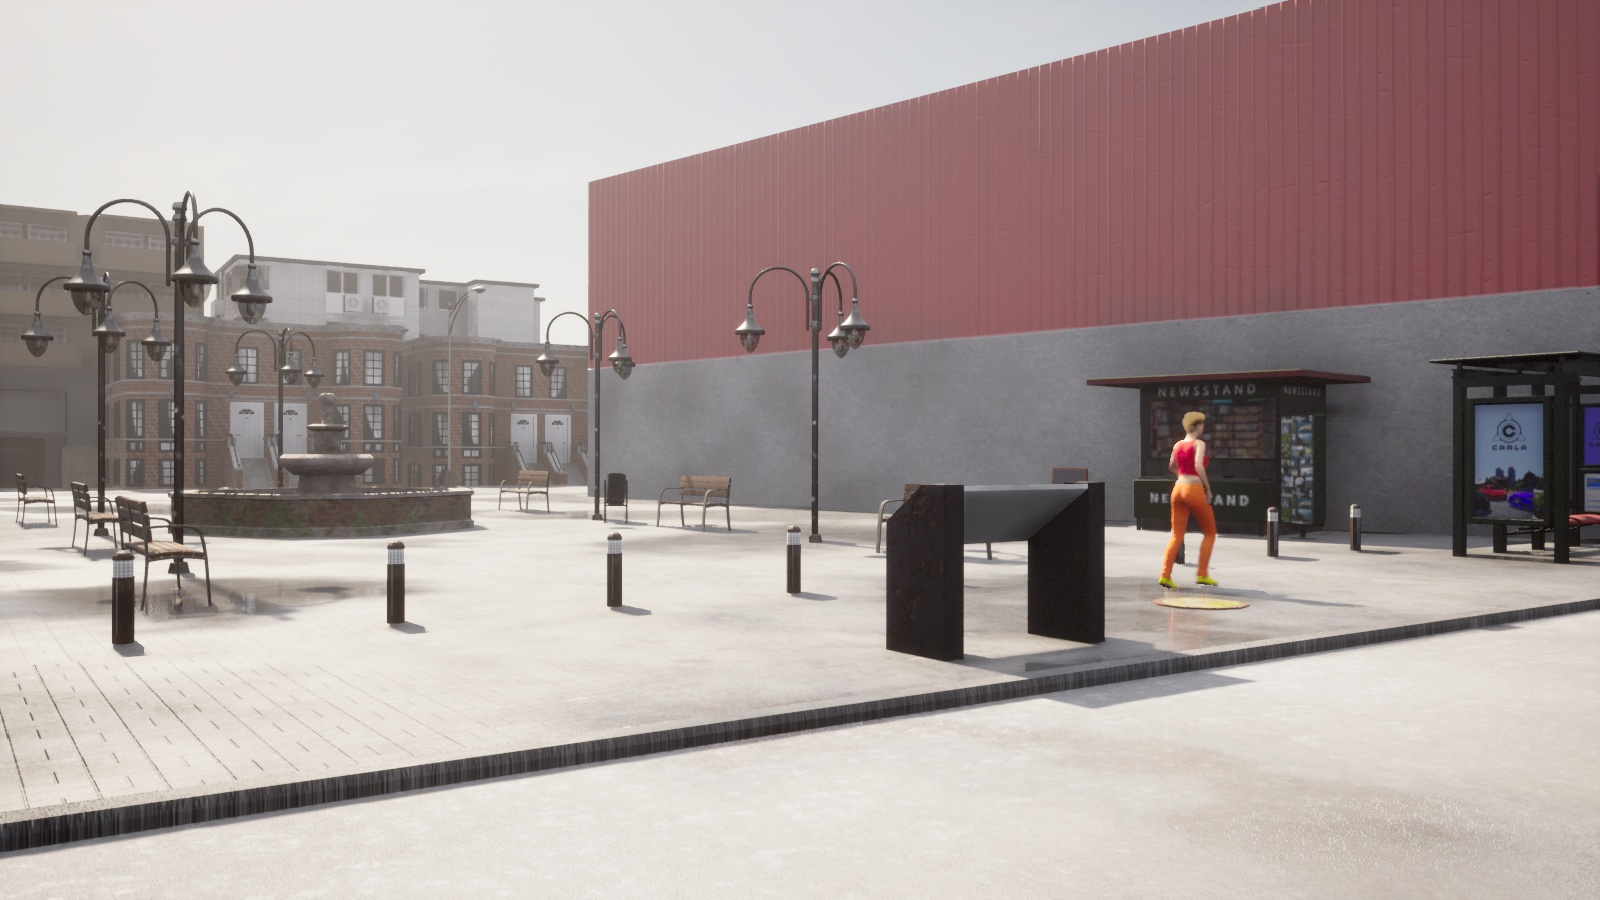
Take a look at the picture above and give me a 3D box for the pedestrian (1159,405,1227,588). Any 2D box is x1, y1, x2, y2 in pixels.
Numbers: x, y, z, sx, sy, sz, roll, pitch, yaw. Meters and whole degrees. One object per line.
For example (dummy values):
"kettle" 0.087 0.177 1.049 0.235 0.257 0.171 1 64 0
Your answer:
"pedestrian" 4.041 0.467 12.913 0.594 1.836 0.345 0 0 -30
